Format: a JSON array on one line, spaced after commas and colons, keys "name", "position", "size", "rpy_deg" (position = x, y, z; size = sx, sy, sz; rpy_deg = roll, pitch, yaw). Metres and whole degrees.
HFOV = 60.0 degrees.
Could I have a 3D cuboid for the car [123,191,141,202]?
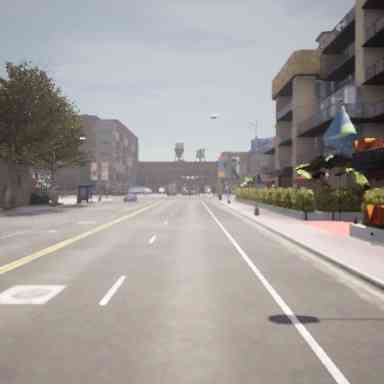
[{"name": "car", "position": [-10.462, 0.964, 56.894], "size": [1.812, 1.442, 4.674], "rpy_deg": [0, 0, 0]}]
